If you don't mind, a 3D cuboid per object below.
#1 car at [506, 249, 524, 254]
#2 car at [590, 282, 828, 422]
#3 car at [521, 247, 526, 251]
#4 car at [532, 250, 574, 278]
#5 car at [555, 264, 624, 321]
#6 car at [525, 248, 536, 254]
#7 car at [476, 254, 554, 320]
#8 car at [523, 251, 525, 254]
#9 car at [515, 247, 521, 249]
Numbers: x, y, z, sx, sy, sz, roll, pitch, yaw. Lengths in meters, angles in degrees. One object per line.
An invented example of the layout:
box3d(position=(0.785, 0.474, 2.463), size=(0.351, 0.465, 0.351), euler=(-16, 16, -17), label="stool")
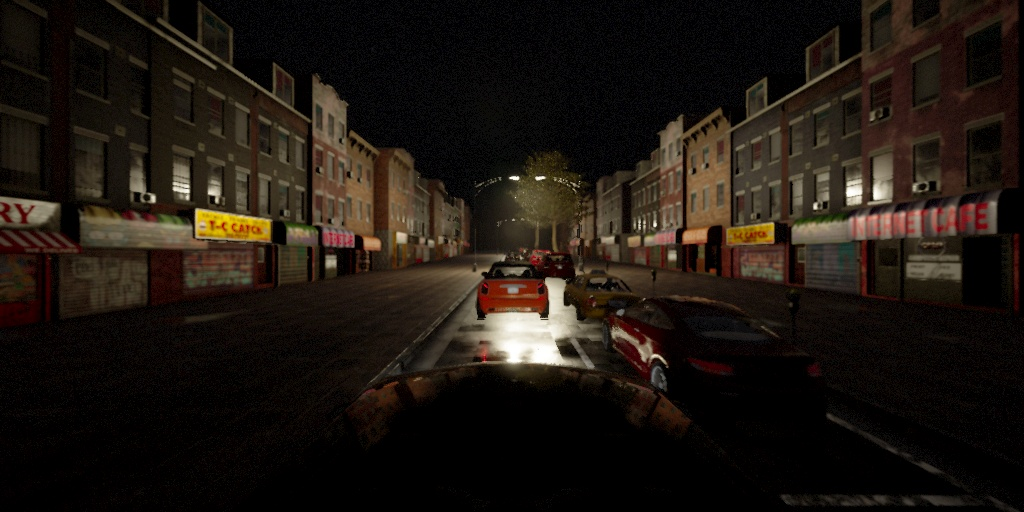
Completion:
box3d(position=(0.102, 0.241, 45.671), size=(2.128, 1.511, 4.902), euler=(0, 2, 0), label="car")
box3d(position=(2.639, 1.271, 5.647), size=(1.802, 1.307, 4.207), euler=(0, 0, 0), label="car")
box3d(position=(2.643, -0.065, 50.118), size=(2.192, 1.841, 5.009), euler=(0, 0, 0), label="car")
box3d(position=(2.641, 0.680, 22.329), size=(2.192, 1.841, 5.009), euler=(0, 0, 0), label="car")
box3d(position=(2.640, 1.119, 11.378), size=(1.751, 1.417, 4.829), euler=(0, 0, 0), label="car")
box3d(position=(2.642, 0.403, 33.449), size=(2.192, 1.841, 5.009), euler=(0, 0, 0), label="car")
box3d(position=(0.021, 0.929, 12.014), size=(2.097, 1.767, 4.553), euler=(0, 1, 0), label="car")
box3d(position=(2.643, 0.348, 44.560), size=(1.948, 1.339, 4.313), euler=(0, 0, 0), label="car")
box3d(position=(0.104, -0.261, 62.674), size=(1.837, 1.490, 4.892), euler=(0, 2, 0), label="car")
